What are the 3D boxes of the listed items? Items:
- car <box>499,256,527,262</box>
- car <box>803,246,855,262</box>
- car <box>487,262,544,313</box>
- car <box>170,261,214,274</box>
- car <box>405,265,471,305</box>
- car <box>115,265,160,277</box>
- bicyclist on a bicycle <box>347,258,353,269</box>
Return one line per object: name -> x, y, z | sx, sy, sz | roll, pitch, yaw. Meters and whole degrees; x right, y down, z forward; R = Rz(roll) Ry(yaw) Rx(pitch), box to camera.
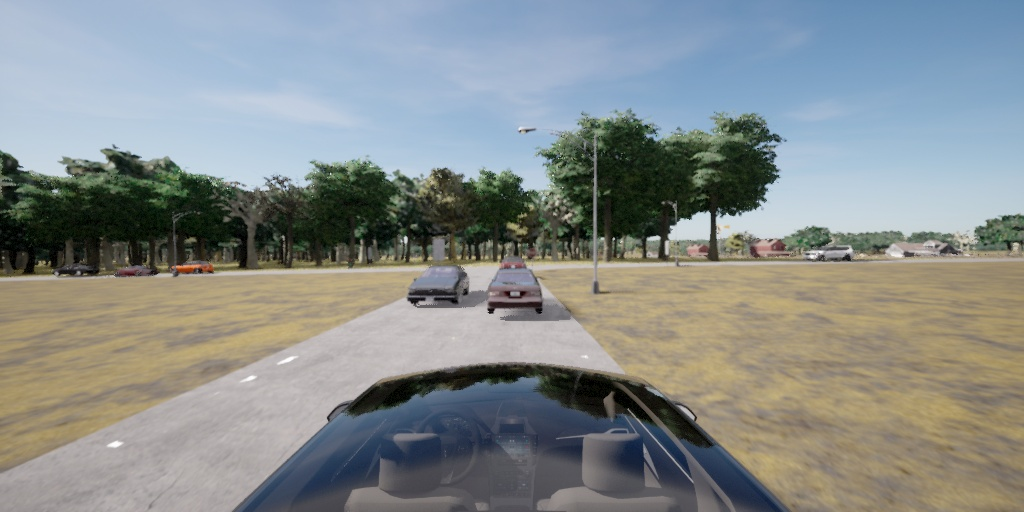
car -> 0.084, 0.768, 27.774 | 2.097, 1.767, 4.553 | 0, 1, 0
car -> 41.458, -0.314, 46.966 | 5.566, 2.045, 2.150 | -1, 1, 1
car -> 0.093, 1.127, 13.051 | 2.033, 1.411, 5.357 | 0, 1, 0
car -> -42.049, 1.469, 47.082 | 4.553, 1.767, 2.097 | -2, 1, 0
car -> -2.853, 1.100, 15.096 | 2.033, 1.411, 5.357 | 0, 1, 0
car -> -46.267, 1.855, 44.313 | 4.181, 1.385, 1.994 | -1, 1, 1
bicyclist on a bicycle -> -22.630, 1.048, 50.165 | 0.582, 1.620, 1.656 | -1, 1, 0
